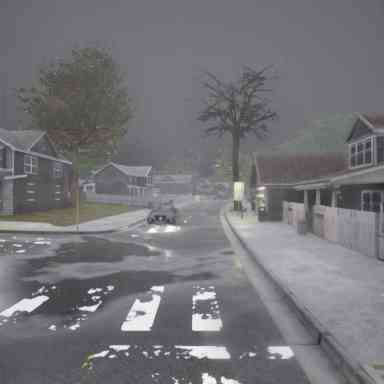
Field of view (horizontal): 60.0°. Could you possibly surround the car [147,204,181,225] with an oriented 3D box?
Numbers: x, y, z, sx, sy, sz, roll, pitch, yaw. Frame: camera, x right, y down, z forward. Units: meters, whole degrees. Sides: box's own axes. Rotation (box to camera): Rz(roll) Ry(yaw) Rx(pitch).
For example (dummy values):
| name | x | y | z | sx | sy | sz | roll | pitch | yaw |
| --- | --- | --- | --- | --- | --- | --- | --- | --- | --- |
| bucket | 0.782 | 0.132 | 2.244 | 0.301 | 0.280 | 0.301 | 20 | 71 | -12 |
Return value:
| name | x | y | z | sx | sy | sz | roll | pitch | yaw |
| --- | --- | --- | --- | --- | --- | --- | --- | --- | --- |
| car | -1.967 | 1.591 | 24.245 | 1.994 | 1.385 | 4.181 | 0 | 0 | 4 |
